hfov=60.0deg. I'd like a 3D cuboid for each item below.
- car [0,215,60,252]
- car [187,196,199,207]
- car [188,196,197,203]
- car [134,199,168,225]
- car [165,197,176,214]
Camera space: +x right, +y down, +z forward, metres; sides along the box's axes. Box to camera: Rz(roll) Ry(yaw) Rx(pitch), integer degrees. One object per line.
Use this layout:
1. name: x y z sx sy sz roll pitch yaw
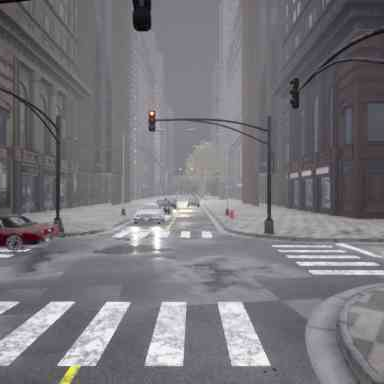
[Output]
1. car: -7.934 1.580 13.211 4.718 1.301 1.895 0 0 0
2. car: 0.182 1.570 51.939 2.033 1.411 5.357 0 0 -2
3. car: 0.184 1.573 69.813 1.812 1.442 4.674 0 0 0
4. car: -3.070 1.526 24.549 1.812 1.442 4.674 0 0 0
5. car: -3.059 1.552 34.959 2.033 1.411 5.357 0 0 0
